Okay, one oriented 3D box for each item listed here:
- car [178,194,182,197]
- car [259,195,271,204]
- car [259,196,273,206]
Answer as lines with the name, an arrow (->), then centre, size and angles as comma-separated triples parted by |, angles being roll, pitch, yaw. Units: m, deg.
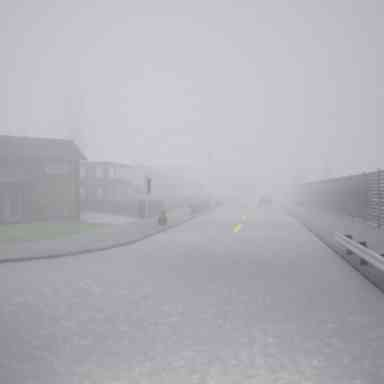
car -> -3.778, 1.122, 63.506 | 3.633, 1.501, 1.845 | -1, 0, 12
car -> 13.050, 1.307, 59.548 | 1.994, 1.385, 4.181 | -1, 0, 12
car -> 10.990, 1.348, 49.701 | 1.994, 1.385, 4.181 | -1, 0, 12
